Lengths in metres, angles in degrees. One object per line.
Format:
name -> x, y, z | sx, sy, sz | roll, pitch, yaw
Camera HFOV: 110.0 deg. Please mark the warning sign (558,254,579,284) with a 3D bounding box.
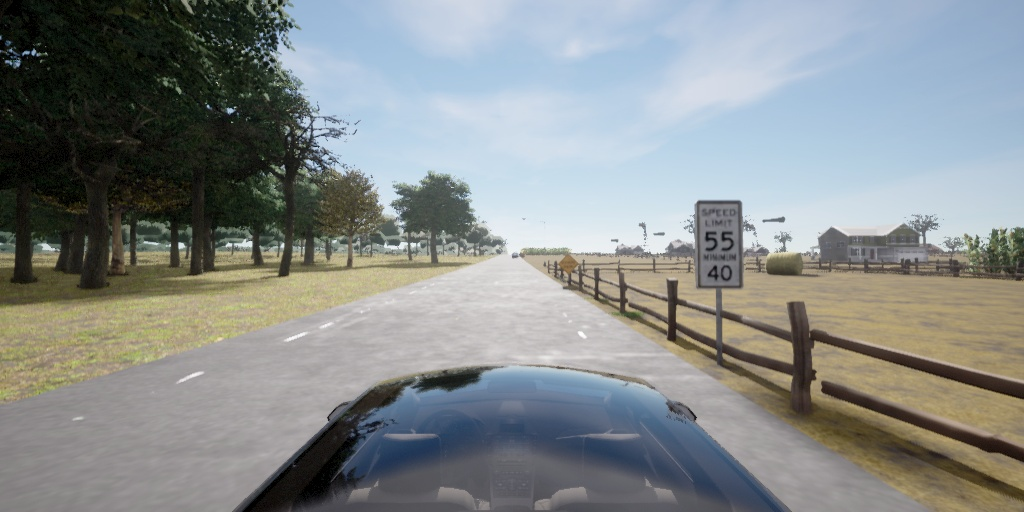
warning sign -> 3.550, 0.797, 22.290 | 1.300, 1.860, 1.060 | 0, 0, 0
